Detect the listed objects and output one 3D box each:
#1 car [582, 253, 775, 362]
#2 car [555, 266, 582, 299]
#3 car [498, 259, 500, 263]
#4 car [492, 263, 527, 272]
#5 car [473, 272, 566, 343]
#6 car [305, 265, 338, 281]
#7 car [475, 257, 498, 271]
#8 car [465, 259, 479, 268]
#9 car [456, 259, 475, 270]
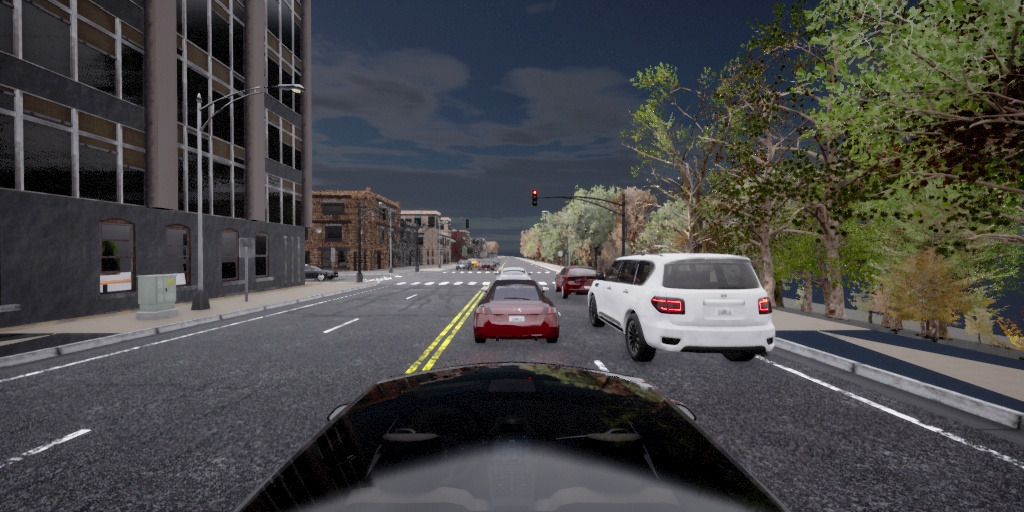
[{"bbox_3d":[3.341,0.970,8.359,2.150,2.045,5.566,0,0,0],"label":"car"},{"bbox_3d":[3.316,1.224,18.193,1.882,1.535,5.008,0,0,1],"label":"car"},{"bbox_3d":[-3.516,1.343,60.582,1.895,1.301,4.718,0,0,0],"label":"car"},{"bbox_3d":[0.060,1.273,18.418,1.812,1.442,4.674,0,0,-2],"label":"car"},{"bbox_3d":[0.084,1.312,9.674,1.994,1.385,4.181,0,0,0],"label":"car"},{"bbox_3d":[-18.563,1.529,32.875,4.892,1.490,1.837,-1,1,-2],"label":"car"},{"bbox_3d":[-3.471,1.094,49.424,2.097,1.767,4.553,0,0,0],"label":"car"},{"bbox_3d":[-6.765,1.220,60.861,1.882,1.535,5.008,0,0,0],"label":"car"},{"bbox_3d":[-6.717,1.234,50.721,2.128,1.511,4.902,0,0,1],"label":"car"}]
